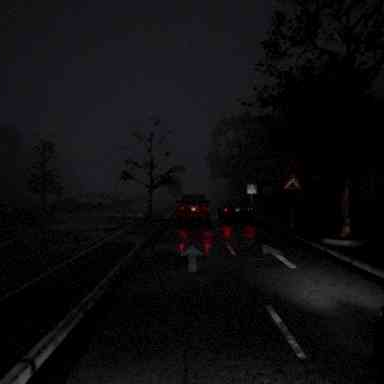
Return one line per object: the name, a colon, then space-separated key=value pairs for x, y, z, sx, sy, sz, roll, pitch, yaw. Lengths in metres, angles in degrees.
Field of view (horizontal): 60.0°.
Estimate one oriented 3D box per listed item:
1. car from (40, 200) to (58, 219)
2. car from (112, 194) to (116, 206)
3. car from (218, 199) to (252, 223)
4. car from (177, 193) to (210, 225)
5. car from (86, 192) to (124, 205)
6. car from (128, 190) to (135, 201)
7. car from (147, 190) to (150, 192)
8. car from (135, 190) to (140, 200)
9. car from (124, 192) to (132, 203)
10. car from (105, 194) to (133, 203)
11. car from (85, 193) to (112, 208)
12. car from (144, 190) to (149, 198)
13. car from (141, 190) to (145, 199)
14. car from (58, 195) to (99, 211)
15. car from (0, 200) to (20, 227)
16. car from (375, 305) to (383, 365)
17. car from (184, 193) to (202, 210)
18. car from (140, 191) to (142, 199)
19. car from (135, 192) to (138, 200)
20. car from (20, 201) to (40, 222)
car: x=-13.822 y=1.462 z=27.129 sx=4.792 sy=1.488 sz=2.163 roll=-1 pitch=0 yaw=-20
car: x=-13.837 y=1.405 z=48.132 sx=4.674 sy=1.452 sz=2.002 roll=-1 pitch=0 yaw=-20
car: x=3.102 y=1.288 z=24.882 sx=2.097 sy=1.767 sz=4.553 roll=0 pitch=0 yaw=0
car: x=0.102 y=1.169 z=23.594 sx=2.150 sy=2.045 sz=5.566 roll=0 pitch=0 yaw=0
car: x=-13.808 y=1.099 z=51.149 sx=5.566 sy=2.045 sz=2.435 roll=-1 pitch=0 yaw=-20
car: x=-13.852 y=1.013 z=60.129 sx=5.566 sy=2.045 sz=2.435 roll=-1 pitch=1 yaw=-20
car: x=-13.786 y=0.611 z=84.169 sx=5.566 sy=2.045 sz=2.435 roll=-1 pitch=1 yaw=-20
car: x=-13.849 y=1.011 z=69.143 sx=4.553 sy=1.767 sz=2.185 roll=-1 pitch=1 yaw=-20
car: x=-13.654 y=1.291 z=57.205 sx=5.366 sy=1.575 sz=1.946 roll=-1 pitch=0 yaw=-20
car: x=-13.847 y=1.256 z=63.132 sx=4.792 sy=1.488 sz=2.163 roll=-1 pitch=1 yaw=-20
car: x=-14.006 y=1.379 z=45.058 sx=5.366 sy=1.575 sz=1.946 roll=-1 pitch=1 yaw=-20
car: x=-13.782 y=0.946 z=81.171 sx=4.792 sy=1.488 sz=2.163 roll=-1 pitch=1 yaw=-20
car: x=-13.806 y=1.030 z=75.155 sx=5.008 sy=1.535 sz=2.097 roll=-1 pitch=1 yaw=-20
car: x=-13.813 y=1.429 z=39.135 sx=4.792 sy=1.488 sz=2.163 roll=-1 pitch=0 yaw=-20
car: x=-13.824 y=1.324 z=21.138 sx=4.553 sy=1.767 sz=2.185 roll=-1 pitch=0 yaw=-20
car: x=3.100 y=1.491 z=2.040 sx=2.128 sy=1.511 sz=4.902 roll=0 pitch=0 yaw=0
car: x=0.104 y=1.118 z=42.866 sx=2.150 sy=2.045 sz=5.566 roll=0 pitch=0 yaw=0
car: x=-13.818 y=1.125 z=72.156 sx=4.674 sy=1.452 sz=2.002 roll=-1 pitch=1 yaw=-20
car: x=-13.822 y=1.226 z=66.157 sx=4.674 sy=1.452 sz=2.002 roll=-1 pitch=1 yaw=-20
car: x=-13.845 y=1.482 z=24.110 sx=4.674 sy=1.452 sz=2.002 roll=-1 pitch=0 yaw=-20
